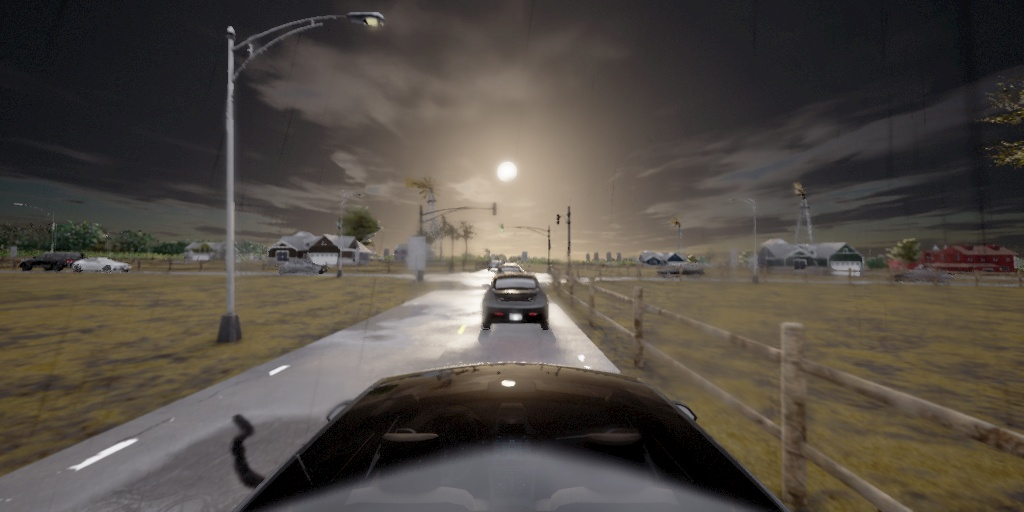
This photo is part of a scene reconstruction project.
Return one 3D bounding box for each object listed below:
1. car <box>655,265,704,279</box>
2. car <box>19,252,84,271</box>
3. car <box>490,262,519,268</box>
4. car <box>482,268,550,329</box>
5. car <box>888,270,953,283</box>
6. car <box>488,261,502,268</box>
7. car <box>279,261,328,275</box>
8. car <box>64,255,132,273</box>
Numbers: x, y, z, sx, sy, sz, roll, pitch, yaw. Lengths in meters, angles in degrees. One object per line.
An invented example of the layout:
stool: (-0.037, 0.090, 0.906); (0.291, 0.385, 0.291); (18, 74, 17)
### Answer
car: (18.173, 1.705, 39.045); (5.008, 1.535, 1.882); (0, -2, 0)
car: (-49.859, 0.640, 39.117); (5.566, 2.045, 2.150); (0, -2, 0)
car: (-0.269, 1.338, 23.508); (1.837, 1.490, 4.892); (0, 0, -5)
car: (0.105, 1.287, 11.404); (1.837, 1.490, 4.892); (0, 0, 0)
car: (44.387, 2.219, 38.965); (5.357, 1.411, 2.033); (1, -2, 1)
car: (-2.797, 1.544, 58.399); (2.128, 1.511, 4.902); (0, 0, 1)
car: (-20.580, 1.161, 35.445); (4.181, 1.385, 1.994); (1, -2, 0)
car: (-40.594, 0.909, 35.500); (4.674, 1.442, 1.812); (1, -2, 0)
